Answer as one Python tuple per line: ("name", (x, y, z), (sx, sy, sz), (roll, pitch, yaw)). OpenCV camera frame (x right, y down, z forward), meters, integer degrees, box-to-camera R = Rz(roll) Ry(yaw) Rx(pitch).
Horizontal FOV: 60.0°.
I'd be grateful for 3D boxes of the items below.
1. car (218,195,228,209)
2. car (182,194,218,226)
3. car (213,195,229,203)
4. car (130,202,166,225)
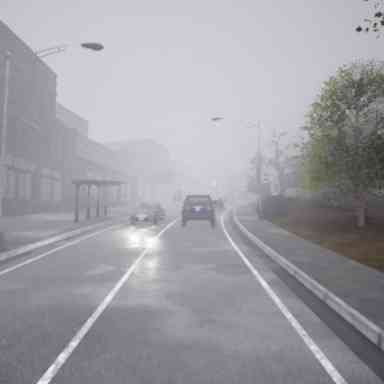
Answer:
("car", (3.008, 1.346, 41.560), (1.882, 1.535, 5.008), (-1, 0, 11))
("car", (0.526, 1.165, 23.201), (2.150, 2.045, 5.566), (0, 0, 4))
("car", (5.667, 1.338, 64.404), (1.837, 1.490, 4.892), (-2, 0, 20))
("car", (-3.094, 1.460, 23.903), (2.128, 1.511, 4.902), (0, 0, 4))
